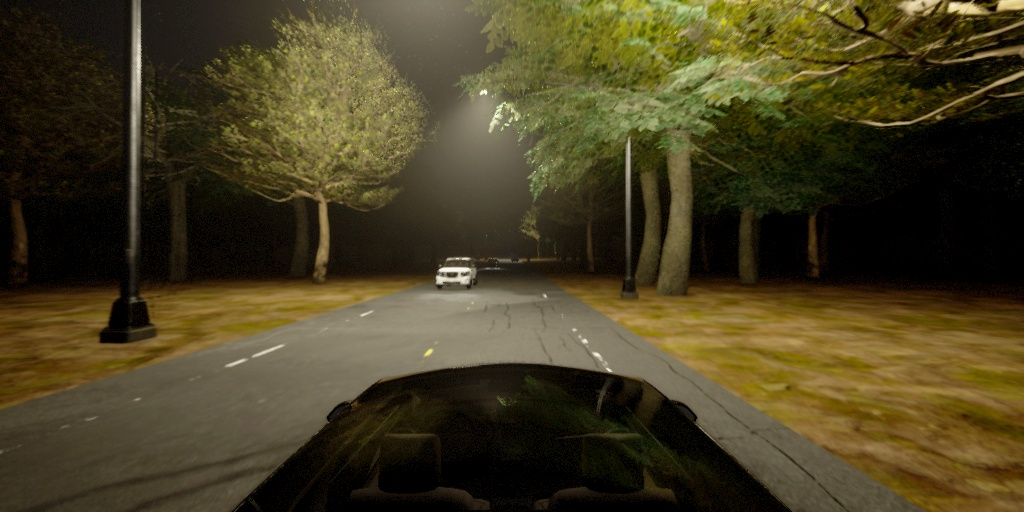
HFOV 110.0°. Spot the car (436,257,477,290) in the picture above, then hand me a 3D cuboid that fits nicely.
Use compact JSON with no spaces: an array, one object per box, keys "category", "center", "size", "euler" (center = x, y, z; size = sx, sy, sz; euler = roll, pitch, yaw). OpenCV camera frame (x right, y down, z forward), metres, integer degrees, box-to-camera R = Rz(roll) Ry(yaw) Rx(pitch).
[{"category":"car","center":[-3.599,1.107,24.222],"size":[2.150,2.045,5.566],"euler":[0,0,0]}]
